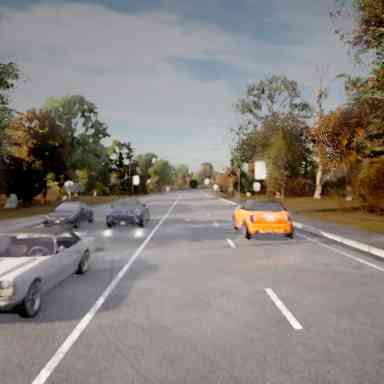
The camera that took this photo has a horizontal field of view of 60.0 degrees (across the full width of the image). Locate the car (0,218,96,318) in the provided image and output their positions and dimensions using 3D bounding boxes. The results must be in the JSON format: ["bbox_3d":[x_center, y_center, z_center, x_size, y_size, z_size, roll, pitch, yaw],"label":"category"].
[{"bbox_3d":[-3.688,1.534,7.390,1.895,1.301,4.718,0,1,-1],"label":"car"}]

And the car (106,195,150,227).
[{"bbox_3d":[-3.863,1.118,20.679,2.097,1.767,4.553,0,1,-1],"label":"car"}]

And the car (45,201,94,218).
[{"bbox_3d":[-7.358,1.322,20.386,1.812,1.442,4.674,0,1,-1],"label":"car"}]

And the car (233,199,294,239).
[{"bbox_3d":[3.286,1.122,16.127,2.097,1.767,4.553,0,1,-1],"label":"car"}]
